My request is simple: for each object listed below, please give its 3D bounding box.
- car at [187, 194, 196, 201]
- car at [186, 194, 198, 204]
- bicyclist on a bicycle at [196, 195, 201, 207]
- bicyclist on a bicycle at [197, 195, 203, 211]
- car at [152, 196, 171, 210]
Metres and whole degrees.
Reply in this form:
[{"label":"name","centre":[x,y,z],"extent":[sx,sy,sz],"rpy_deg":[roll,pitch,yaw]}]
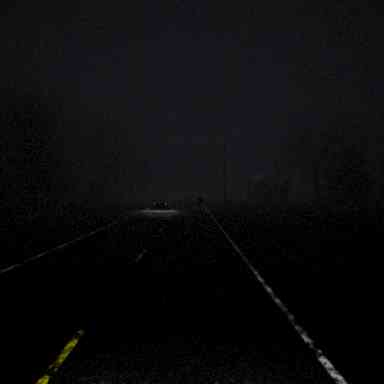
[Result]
[{"label":"car","centre":[-0.093,1.197,74.517],"extent":[1.994,1.385,4.181],"rpy_deg":[0,0,0]},{"label":"car","centre":[-0.015,1.285,55.920],"extent":[2.033,1.411,5.357],"rpy_deg":[0,0,0]},{"label":"bicyclist on a bicycle","centre":[0.907,1.244,45.020],"extent":[0.582,1.620,1.656],"rpy_deg":[0,0,0]},{"label":"bicyclist on a bicycle","centre":[0.918,1.289,35.868],"extent":[0.582,1.620,1.656],"rpy_deg":[0,0,0]},{"label":"car","centre":[-3.641,1.292,40.180],"extent":[1.882,1.535,5.008],"rpy_deg":[0,0,0]}]
